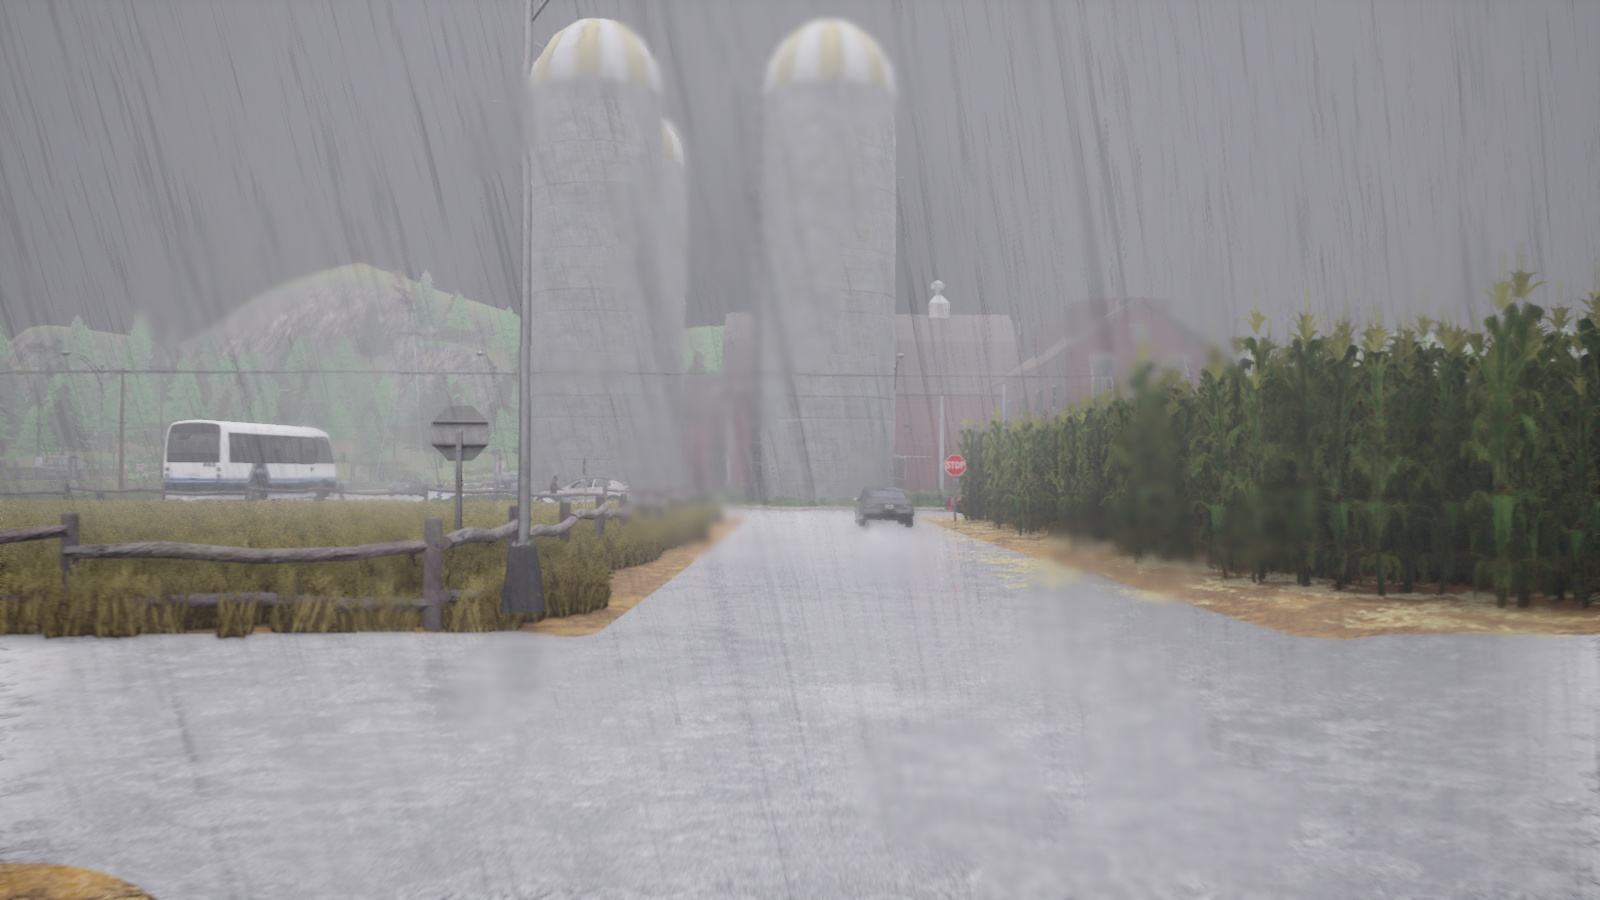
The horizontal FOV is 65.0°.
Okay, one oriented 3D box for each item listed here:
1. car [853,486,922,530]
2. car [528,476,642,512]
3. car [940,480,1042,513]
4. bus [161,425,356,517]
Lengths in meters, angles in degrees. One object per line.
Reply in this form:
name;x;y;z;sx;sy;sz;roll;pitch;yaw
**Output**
car;3.002;1.986;44.233;2.033;1.411;5.357;0;-1;0
car;-10.162;2.088;59.732;5.027;1.651;2.152;0;-1;1
car;9.048;2.181;59.816;4.514;1.525;2.007;0;-1;-2
bus;-27.008;1.077;63.475;3.944;4.253;10.273;0;-1;10
